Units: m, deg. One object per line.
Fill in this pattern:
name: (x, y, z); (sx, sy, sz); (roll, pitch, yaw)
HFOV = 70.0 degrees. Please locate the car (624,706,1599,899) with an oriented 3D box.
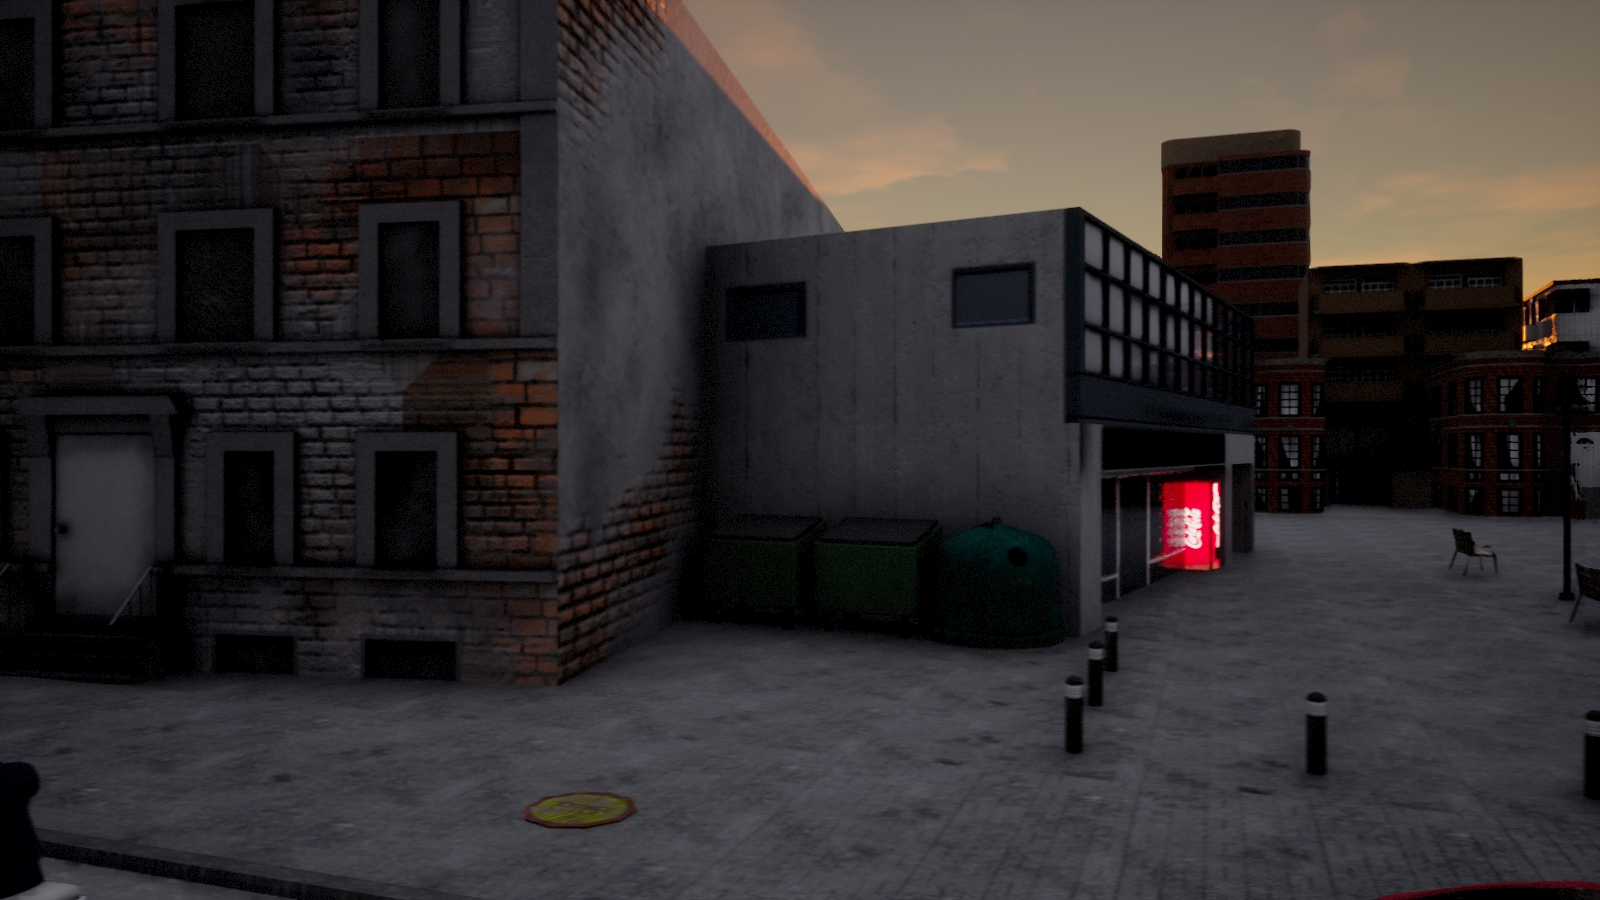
car: (2.247, 1.841, 3.022); (4.892, 1.480, 2.231); (0, 0, 20)
